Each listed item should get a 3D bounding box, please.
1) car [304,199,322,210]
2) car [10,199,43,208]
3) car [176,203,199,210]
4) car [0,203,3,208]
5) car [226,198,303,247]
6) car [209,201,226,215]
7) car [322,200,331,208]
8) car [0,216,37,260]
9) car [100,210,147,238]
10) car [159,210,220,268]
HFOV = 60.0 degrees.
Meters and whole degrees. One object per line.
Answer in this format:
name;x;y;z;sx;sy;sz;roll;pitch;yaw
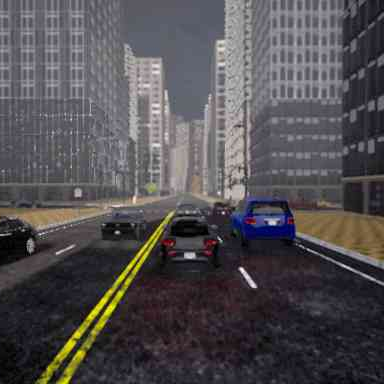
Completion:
car;15.354;1.740;47.630;5.009;1.841;2.192;0;0;0
car;-23.576;1.684;47.442;4.313;1.339;1.947;0;0;0
car;-0.402;1.687;28.913;2.033;1.411;5.357;0;0;-1
car;-29.261;1.655;47.470;4.206;1.307;1.802;0;0;0
car;3.095;1.297;15.512;2.150;2.045;5.566;0;0;0
car;2.782;1.656;32.420;1.837;1.490;4.892;0;0;-1
car;20.809;1.900;56.018;4.829;1.417;1.752;0;0;0
car;-6.772;1.568;10.775;1.837;1.490;4.892;0;-1;-1
car;-3.661;1.697;18.446;1.895;1.301;4.718;0;0;-1
car;-0.095;1.584;11.430;1.812;1.442;4.674;0;0;-1
